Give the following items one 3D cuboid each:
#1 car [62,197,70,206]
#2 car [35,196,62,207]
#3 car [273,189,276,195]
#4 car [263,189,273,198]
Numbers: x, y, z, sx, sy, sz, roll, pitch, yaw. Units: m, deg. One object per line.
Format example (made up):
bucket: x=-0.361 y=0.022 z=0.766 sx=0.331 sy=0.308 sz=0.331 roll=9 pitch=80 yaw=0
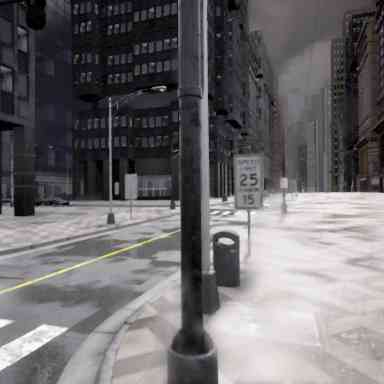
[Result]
car: x=-18.206 y=1.218 z=43.655 sx=4.181 sy=1.385 sz=1.994 roll=-1 pitch=0 yaw=19
car: x=-18.670 y=1.240 z=40.449 sx=4.718 sy=1.301 sz=1.895 roll=-1 pitch=0 yaw=19
car: x=18.962 y=0.002 z=79.354 sx=1.994 sy=1.385 sz=4.181 roll=-1 pitch=1 yaw=19
car: x=14.131 y=0.420 z=65.255 sx=1.837 sy=1.490 sz=4.892 roll=-1 pitch=1 yaw=19
